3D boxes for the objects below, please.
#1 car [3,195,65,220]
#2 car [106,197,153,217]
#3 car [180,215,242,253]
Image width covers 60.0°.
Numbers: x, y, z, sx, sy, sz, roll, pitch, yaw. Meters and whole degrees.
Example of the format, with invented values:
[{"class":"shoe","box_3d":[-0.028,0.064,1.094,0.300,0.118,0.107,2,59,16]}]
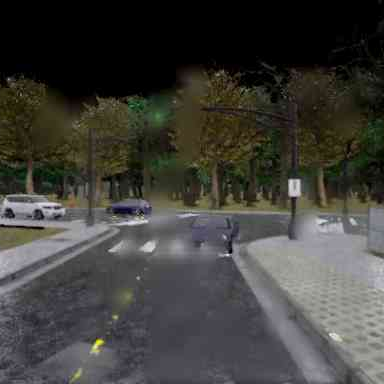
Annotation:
[{"class":"car","box_3d":[-13.409,1.249,28.100,5.566,2.045,2.150,0,0,23]},{"class":"car","box_3d":[-6.075,1.403,32.180,4.553,1.767,2.097,0,0,26]},{"class":"car","box_3d":[0.973,1.619,13.839,1.895,1.301,4.718,0,0,13]}]
